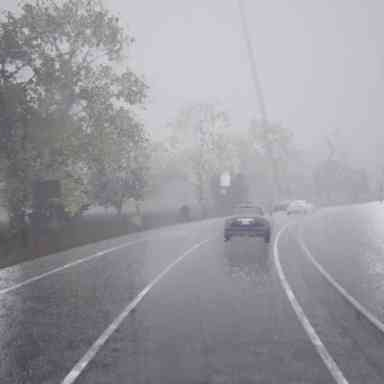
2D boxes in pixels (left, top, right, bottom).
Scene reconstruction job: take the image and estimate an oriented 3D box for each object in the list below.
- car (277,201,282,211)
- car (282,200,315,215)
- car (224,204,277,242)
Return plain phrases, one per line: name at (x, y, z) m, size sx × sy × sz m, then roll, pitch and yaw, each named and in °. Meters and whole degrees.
car at (11.370, 1.659, 39.656) m, size 1.882 × 1.535 × 5.008 m, roll -5°, pitch -3°, yaw 40°
car at (10.955, 1.549, 33.425) m, size 1.812 × 1.442 × 4.674 m, roll -4°, pitch -2°, yaw 34°
car at (2.996, 1.392, 16.888) m, size 2.097 × 1.767 × 4.553 m, roll -1°, pitch -1°, yaw 16°
